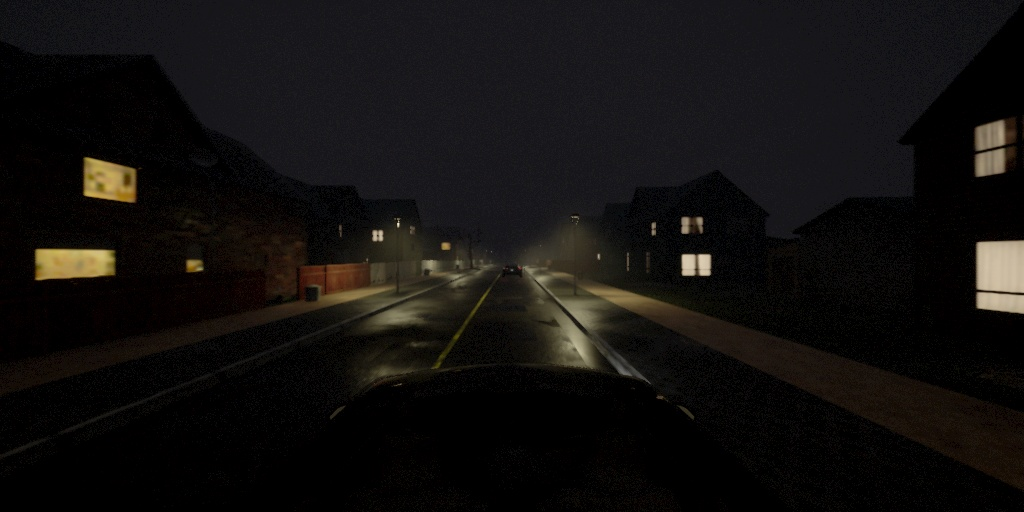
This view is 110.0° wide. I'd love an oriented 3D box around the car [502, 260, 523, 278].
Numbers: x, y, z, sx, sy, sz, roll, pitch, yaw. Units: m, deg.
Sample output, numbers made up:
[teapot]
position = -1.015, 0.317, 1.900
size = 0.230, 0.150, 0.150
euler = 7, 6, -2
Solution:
[car]
position = 0.018, 1.354, 35.352
size = 2.163, 1.488, 4.792
euler = 0, 0, 0
